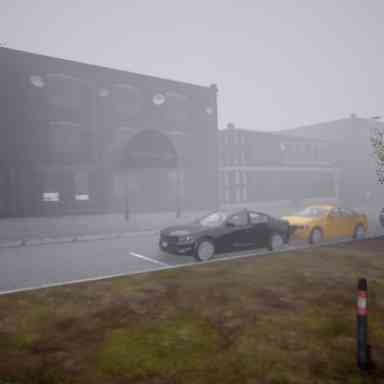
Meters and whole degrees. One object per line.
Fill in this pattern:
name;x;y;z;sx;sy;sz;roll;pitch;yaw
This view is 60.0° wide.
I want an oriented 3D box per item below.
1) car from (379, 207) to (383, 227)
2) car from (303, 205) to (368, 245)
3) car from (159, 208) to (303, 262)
car;13.822;1.148;20.541;5.566;2.045;2.435;0;0;-35
car;5.781;1.343;14.792;5.008;1.535;2.097;0;0;-33
car;1.269;1.343;11.564;5.008;1.535;2.097;0;0;-33
